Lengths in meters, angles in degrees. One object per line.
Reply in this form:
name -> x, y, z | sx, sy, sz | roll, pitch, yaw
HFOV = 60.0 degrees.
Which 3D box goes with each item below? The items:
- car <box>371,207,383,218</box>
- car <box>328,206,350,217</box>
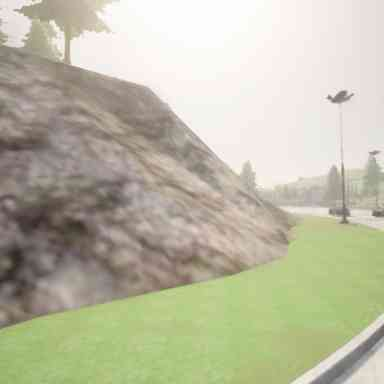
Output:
car -> 23.901, 2.489, 41.160 | 1.994, 1.385, 4.181 | -1, -2, 7
car -> 21.197, 2.730, 48.086 | 1.837, 1.490, 4.892 | -1, -2, 6
